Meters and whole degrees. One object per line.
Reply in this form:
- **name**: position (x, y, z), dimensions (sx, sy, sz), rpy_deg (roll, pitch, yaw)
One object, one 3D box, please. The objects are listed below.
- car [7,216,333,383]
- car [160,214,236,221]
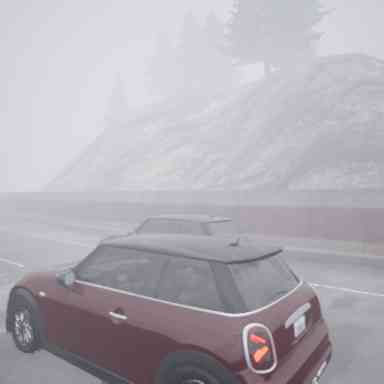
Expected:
- **car**: position (-0.617, 1.370, 4.615), dimensions (4.553, 1.767, 2.097), rpy_deg (0, 0, 37)
- **car**: position (-0.586, 1.386, 9.007), dimensions (4.553, 1.767, 2.097), rpy_deg (0, 0, 38)
